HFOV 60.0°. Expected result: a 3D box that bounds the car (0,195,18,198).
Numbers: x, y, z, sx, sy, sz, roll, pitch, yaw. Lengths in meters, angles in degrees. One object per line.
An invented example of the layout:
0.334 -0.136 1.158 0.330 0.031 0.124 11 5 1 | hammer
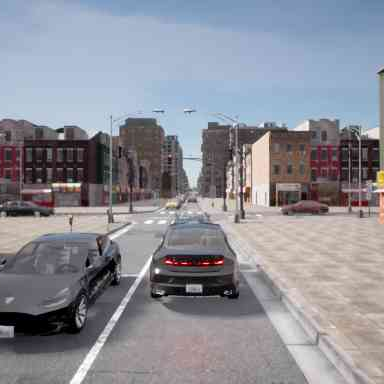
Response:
-19.670 1.291 32.437 5.566 2.045 2.150 0 0 0 | car

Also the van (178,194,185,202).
-2.561 1.508 83.799 1.690 1.788 3.998 0 0 0 | van

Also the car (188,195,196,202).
0.072 1.647 84.367 1.882 1.535 5.008 0 0 0 | car

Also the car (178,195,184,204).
-2.591 1.604 50.165 1.887 1.381 4.507 0 0 0 | car

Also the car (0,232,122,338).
-2.628 1.567 6.791 1.947 1.339 4.313 0 0 0 | car

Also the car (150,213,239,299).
0.078 1.507 8.470 1.837 1.490 4.892 0 0 1 | car

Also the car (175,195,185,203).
-2.571 1.566 72.587 1.967 1.590 4.097 0 0 0 | car

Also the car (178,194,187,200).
-2.576 1.547 66.982 1.967 1.590 4.097 0 0 0 | car

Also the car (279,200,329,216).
10.866 1.535 32.364 4.674 1.442 1.812 0 0 0 | car

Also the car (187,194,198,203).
0.069 1.687 74.667 1.994 1.385 4.181 0 0 0 | car

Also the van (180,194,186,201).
-2.551 1.551 95.010 1.690 1.788 3.998 0 0 0 | van

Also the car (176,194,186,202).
-2.566 1.461 78.193 2.192 1.841 5.009 0 0 0 | car

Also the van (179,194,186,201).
-2.556 1.529 89.404 1.690 1.788 3.998 0 0 0 | van

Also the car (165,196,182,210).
-2.596 1.571 44.391 1.752 1.417 4.829 0 0 0 | car

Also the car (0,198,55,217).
-14.739 1.539 29.474 4.892 1.490 1.837 0 0 0 | car

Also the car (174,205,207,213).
0.043 1.608 17.681 1.895 1.301 4.718 0 0 1 | car
